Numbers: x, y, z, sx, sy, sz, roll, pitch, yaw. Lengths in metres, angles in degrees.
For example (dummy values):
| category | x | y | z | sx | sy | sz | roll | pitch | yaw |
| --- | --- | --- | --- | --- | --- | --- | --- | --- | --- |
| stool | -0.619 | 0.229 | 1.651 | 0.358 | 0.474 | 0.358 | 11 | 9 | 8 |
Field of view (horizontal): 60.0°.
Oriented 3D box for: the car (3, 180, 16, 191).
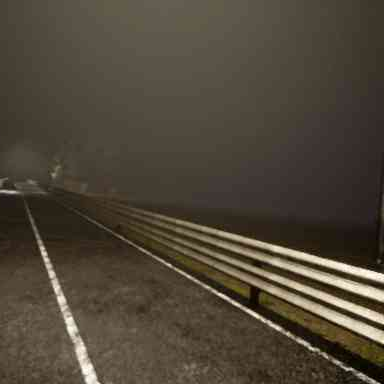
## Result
| category | x | y | z | sx | sy | sz | roll | pitch | yaw |
| --- | --- | --- | --- | --- | --- | --- | --- | --- | --- |
| car | -28.825 | -1.059 | 52.630 | 2.128 | 1.511 | 4.902 | 5 | 0 | -28 |
